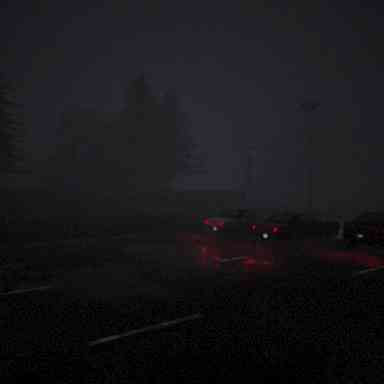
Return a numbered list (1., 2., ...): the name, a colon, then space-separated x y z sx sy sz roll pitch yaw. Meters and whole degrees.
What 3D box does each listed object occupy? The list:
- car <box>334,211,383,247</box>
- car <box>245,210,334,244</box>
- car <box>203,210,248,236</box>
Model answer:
1. car: 8.440 1.542 14.105 5.008 1.535 1.882 1 0 -35
2. car: 5.070 1.658 16.011 4.718 1.301 1.895 0 0 -35
3. car: 3.036 1.658 18.860 4.718 1.301 1.895 0 0 -35
